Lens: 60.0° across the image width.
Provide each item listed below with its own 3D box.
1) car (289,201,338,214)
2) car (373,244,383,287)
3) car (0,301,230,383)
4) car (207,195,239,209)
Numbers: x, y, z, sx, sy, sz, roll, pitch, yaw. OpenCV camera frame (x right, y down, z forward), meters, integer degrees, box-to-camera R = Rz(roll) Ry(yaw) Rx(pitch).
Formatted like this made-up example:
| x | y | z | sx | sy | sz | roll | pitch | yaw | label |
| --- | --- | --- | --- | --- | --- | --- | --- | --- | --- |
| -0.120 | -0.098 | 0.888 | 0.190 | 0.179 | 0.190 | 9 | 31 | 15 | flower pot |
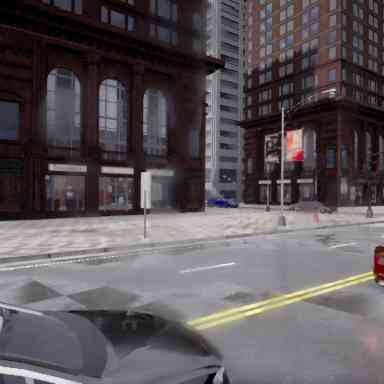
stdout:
| x | y | z | sx | sy | sz | roll | pitch | yaw | label |
| --- | --- | --- | --- | --- | --- | --- | --- | --- | --- |
| 13.421 | 1.724 | 37.136 | 2.033 | 1.411 | 5.357 | 1 | -1 | -35 | car |
| 6.285 | 1.489 | 7.913 | 5.008 | 1.535 | 1.882 | 0 | 0 | -35 | car |
| -1.888 | 1.491 | 2.097 | 4.902 | 1.511 | 2.128 | 0 | 0 | -35 | car |
| 4.562 | 1.463 | 49.612 | 2.150 | 2.045 | 5.566 | 1 | 0 | -35 | car |
